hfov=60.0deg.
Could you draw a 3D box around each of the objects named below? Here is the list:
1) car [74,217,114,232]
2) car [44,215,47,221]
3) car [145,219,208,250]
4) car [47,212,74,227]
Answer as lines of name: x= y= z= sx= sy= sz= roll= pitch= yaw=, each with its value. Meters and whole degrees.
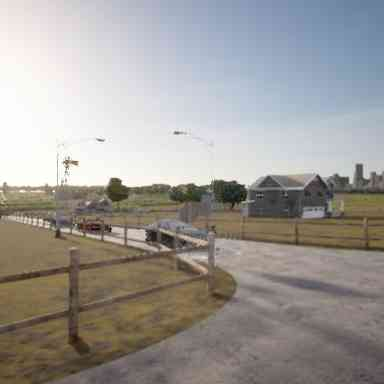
car: x=-8.595 y=2.895 z=29.385 sx=1.895 sy=1.301 sz=4.718 roll=1 pitch=-3 yaw=-34
car: x=-24.070 y=4.322 z=57.085 sx=1.994 sy=1.385 sz=4.181 roll=1 pitch=-3 yaw=-35
car: x=-0.974 y=2.238 z=18.275 sx=1.812 sy=1.442 sz=4.674 roll=1 pitch=-3 yaw=-34
car: x=-15.098 y=3.159 z=38.877 sx=2.097 sy=1.767 sz=4.553 roll=1 pitch=-3 yaw=-34
